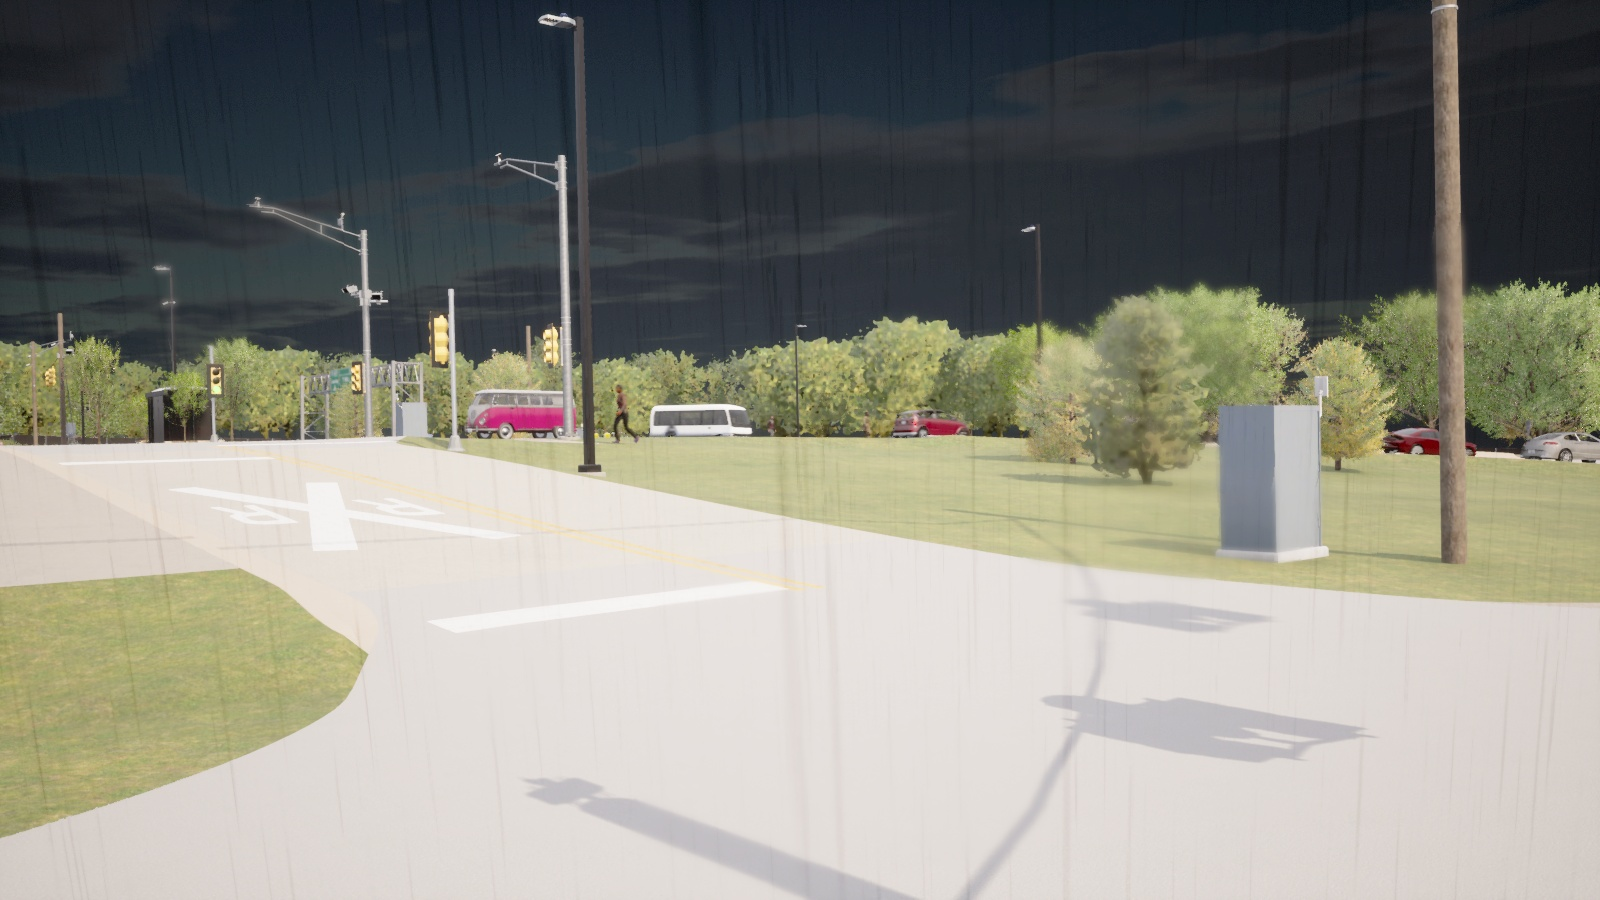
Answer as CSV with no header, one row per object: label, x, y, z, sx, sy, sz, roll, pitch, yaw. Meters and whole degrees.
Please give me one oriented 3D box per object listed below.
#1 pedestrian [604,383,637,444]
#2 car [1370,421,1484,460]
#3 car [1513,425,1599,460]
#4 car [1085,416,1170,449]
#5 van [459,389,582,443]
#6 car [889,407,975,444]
pedestrian,-5.353,-1.096,37.536,0.869,1.805,0.328,-2,1,-37
car,31.634,-0.477,63.368,5.008,1.535,1.882,3,5,-15
car,37.629,-0.356,61.044,5.027,1.651,2.152,0,0,-13
car,17.130,-0.942,65.787,1.851,1.617,3.988,-2,2,-39
van,-10.940,-1.311,49.342,1.775,1.987,4.442,-1,0,44
car,6.214,-1.119,59.019,3.705,1.549,1.789,2,-2,-34
